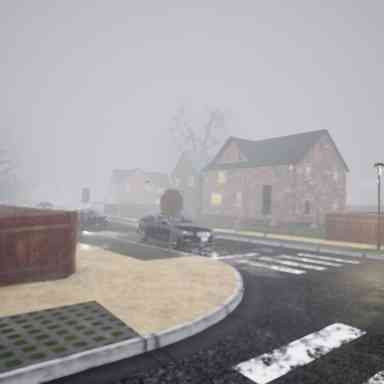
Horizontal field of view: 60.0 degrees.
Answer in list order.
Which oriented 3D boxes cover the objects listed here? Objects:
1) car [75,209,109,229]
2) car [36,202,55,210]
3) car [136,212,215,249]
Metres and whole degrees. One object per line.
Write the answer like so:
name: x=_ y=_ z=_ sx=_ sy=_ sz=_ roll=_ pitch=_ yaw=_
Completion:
car: x=-7.924 y=1.996 z=25.151 sx=1.895 sy=1.301 sz=4.718 roll=4 pitch=-3 yaw=-35
car: x=-18.951 y=2.077 z=42.978 sx=2.097 sy=1.767 sz=4.553 roll=3 pitch=-3 yaw=-29
car: x=-0.895 y=1.717 z=15.618 sx=2.128 sy=1.511 sz=4.902 roll=4 pitch=-3 yaw=-36
